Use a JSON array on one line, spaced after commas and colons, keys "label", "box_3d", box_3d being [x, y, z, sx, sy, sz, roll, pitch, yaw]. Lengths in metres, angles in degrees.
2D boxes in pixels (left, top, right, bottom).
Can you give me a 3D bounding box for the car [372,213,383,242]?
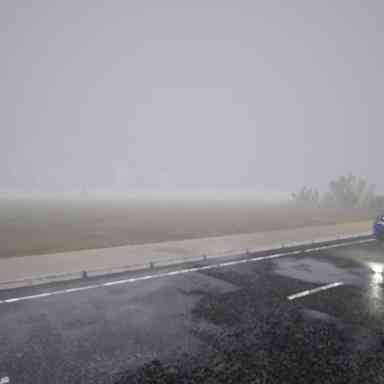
[{"label": "car", "box_3d": [10.565, 1.228, 15.285, 5.566, 2.045, 2.150, 0, 0, -36]}]
